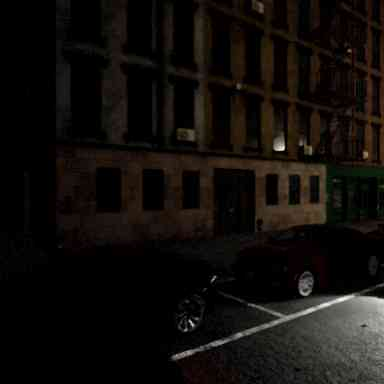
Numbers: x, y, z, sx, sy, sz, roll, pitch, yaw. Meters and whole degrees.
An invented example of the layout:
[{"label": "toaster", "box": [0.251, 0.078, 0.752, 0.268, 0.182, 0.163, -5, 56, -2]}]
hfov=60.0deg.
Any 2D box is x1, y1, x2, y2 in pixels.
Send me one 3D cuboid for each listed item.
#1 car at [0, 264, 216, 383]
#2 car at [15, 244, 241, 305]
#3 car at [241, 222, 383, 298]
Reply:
[{"label": "car", "box": [-2.396, 1.556, 1.361, 5.357, 1.411, 2.033, 0, 0, -36]}, {"label": "car", "box": [-1.556, 1.557, 5.081, 4.313, 1.339, 1.947, 0, 0, -36]}, {"label": "car", "box": [3.063, 1.500, 8.383, 4.507, 1.381, 1.887, 0, 0, -36]}]
